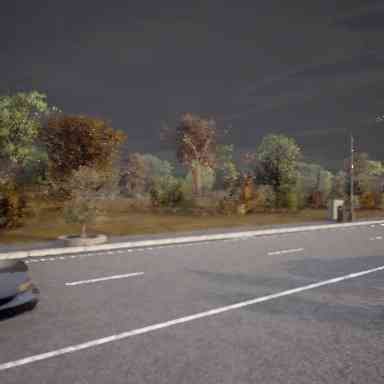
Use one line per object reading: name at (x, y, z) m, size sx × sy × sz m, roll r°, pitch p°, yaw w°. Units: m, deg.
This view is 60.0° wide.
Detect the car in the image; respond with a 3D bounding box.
car at (-5.072, 1.537, 4.575) m, size 5.357 × 1.411 × 2.033 m, roll 0°, pitch 0°, yaw -35°
